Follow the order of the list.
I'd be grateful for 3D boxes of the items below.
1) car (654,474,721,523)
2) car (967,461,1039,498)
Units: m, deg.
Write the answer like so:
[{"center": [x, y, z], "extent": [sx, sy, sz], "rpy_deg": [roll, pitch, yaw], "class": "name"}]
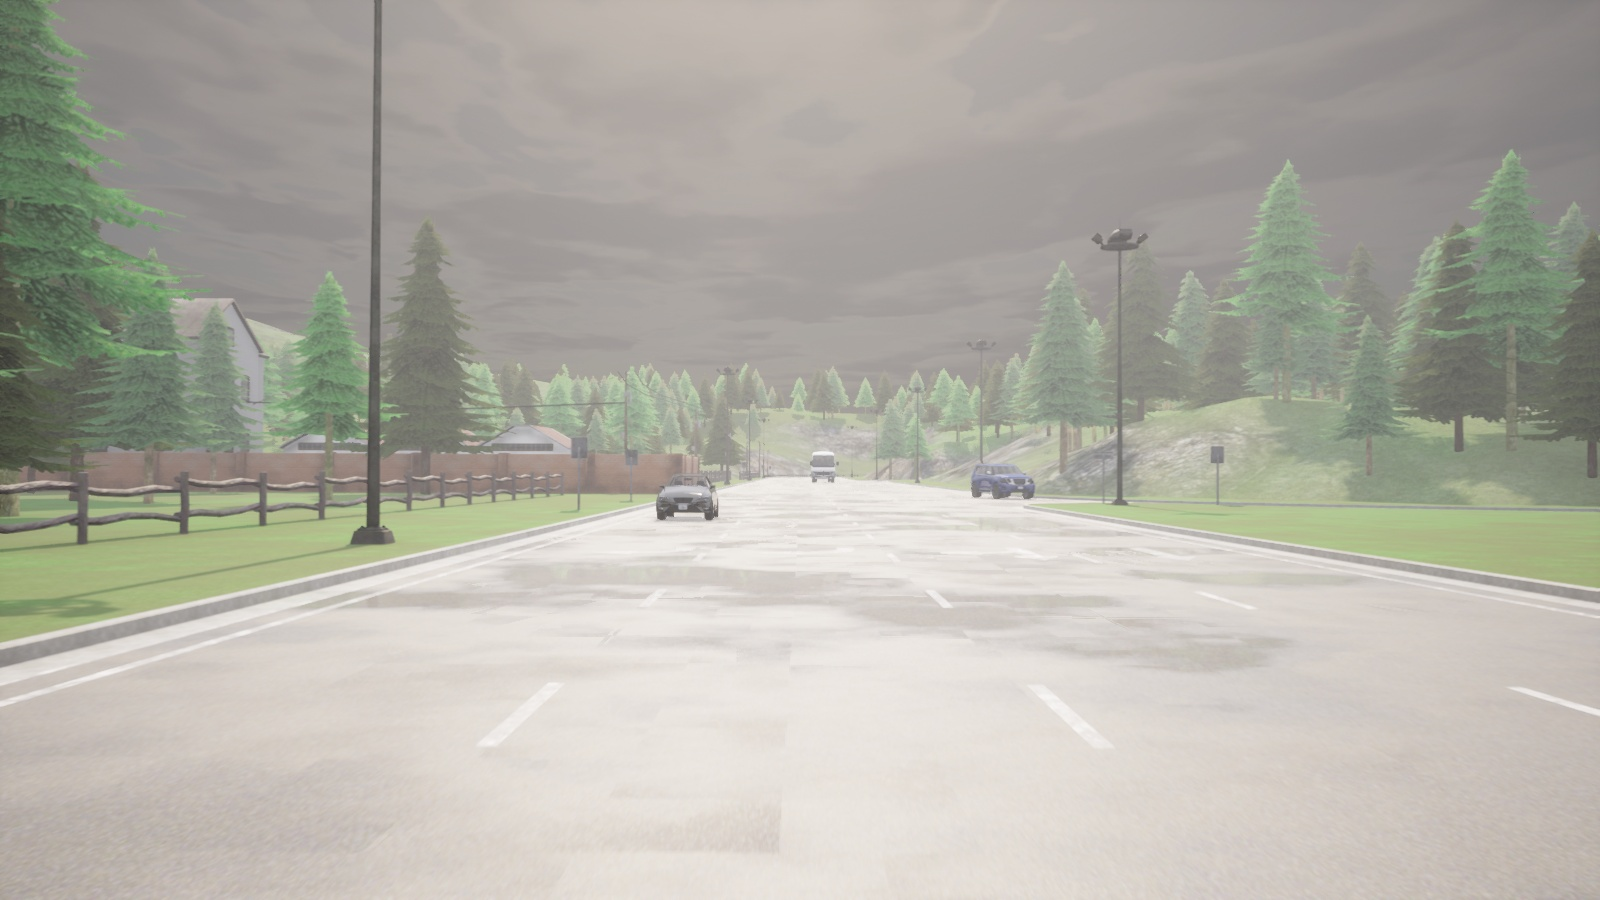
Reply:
[{"center": [-3.589, 1.523, 40.661], "extent": [1.816, 1.474, 4.193], "rpy_deg": [0, -1, 0], "class": "car"}, {"center": [11.742, 1.710, 73.093], "extent": [2.150, 2.045, 5.566], "rpy_deg": [0, -1, -14], "class": "car"}]
